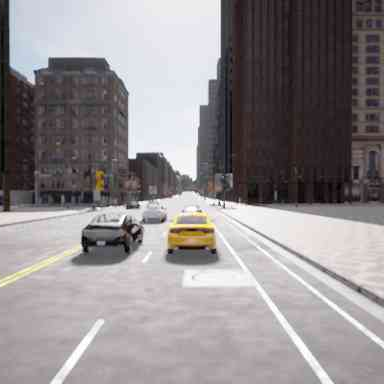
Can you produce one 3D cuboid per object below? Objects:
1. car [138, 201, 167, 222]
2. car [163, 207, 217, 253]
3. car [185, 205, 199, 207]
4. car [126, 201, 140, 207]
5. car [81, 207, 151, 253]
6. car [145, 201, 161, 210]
[{"bbox_3d":[-3.247,1.844,29.382,1.812,1.442,4.674,0,-1,0],"label":"car"},{"bbox_3d":[0.006,1.625,14.485,1.882,1.535,5.008,0,0,0],"label":"car"},{"bbox_3d":[-0.002,1.861,28.993,2.033,1.411,5.357,0,-1,0],"label":"car"},{"bbox_3d":[-9.762,2.205,55.467,1.994,1.385,4.181,0,-1,0],"label":"car"},{"bbox_3d":[-3.247,1.638,14.304,2.128,1.511,4.902,0,-1,0],"label":"car"},{"bbox_3d":[-6.508,2.191,55.756,2.033,1.411,5.357,0,-1,0],"label":"car"}]
